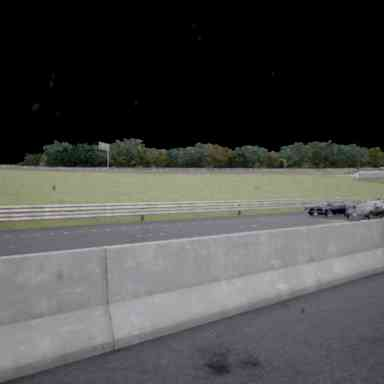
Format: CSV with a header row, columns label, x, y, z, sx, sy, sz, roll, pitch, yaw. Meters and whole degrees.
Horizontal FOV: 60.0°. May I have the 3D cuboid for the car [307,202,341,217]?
label,x,y,z,sx,sy,sz,roll,pitch,yaw
car,12.479,1.569,30.033,4.718,1.301,1.895,0,0,-36

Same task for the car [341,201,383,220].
label,x,y,z,sx,sy,sz,roll,pitch,yaw
car,14.543,1.501,27.206,4.674,1.442,1.812,0,0,-36
